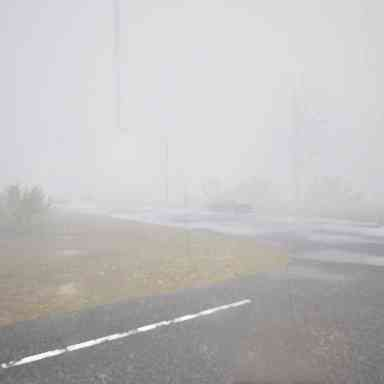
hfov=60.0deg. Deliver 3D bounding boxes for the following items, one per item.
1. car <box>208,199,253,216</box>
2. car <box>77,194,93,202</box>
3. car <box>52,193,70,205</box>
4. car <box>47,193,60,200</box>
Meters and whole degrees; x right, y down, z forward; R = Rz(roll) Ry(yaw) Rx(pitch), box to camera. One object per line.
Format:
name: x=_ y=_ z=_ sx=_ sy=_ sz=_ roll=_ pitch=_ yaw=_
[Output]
car: x=3.546 y=1.372 z=31.691 sx=1.882 sy=1.535 sz=5.008 roll=0 pitch=0 yaw=-37
car: x=-20.409 y=1.197 z=63.243 sx=1.837 sy=1.490 sz=4.892 roll=0 pitch=0 yaw=-37
car: x=-20.771 y=1.301 z=52.070 sx=2.033 sy=1.411 sz=5.357 roll=0 pitch=0 yaw=-38
car: x=-33.616 y=1.029 z=80.637 sx=1.882 sy=1.535 sz=5.008 roll=0 pitch=0 yaw=-37
